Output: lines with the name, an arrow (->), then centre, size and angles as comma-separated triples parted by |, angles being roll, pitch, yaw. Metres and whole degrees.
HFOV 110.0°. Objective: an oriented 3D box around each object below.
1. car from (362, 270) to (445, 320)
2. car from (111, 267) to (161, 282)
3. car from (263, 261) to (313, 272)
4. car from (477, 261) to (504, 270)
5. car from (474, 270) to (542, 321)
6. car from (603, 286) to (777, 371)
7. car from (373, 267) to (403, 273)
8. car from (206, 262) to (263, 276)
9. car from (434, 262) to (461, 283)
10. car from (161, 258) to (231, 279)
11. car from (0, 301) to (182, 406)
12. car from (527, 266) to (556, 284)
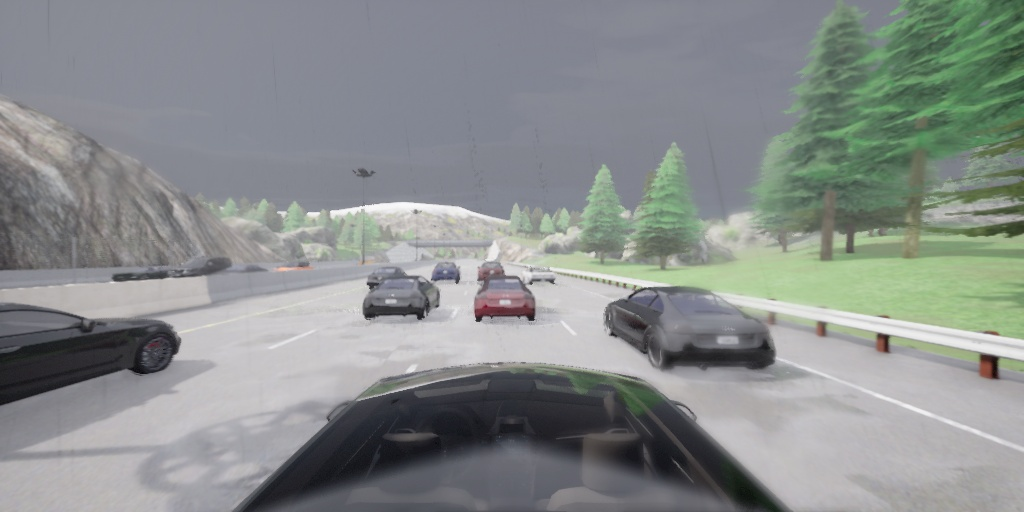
car -> -3.816, 1.371, 13.006 | 1.994, 1.385, 4.181 | 0, 0, -3
car -> -30.131, 1.550, 29.821 | 1.895, 1.301, 4.718 | 0, 0, -6
car -> -19.862, 1.283, 32.477 | 2.097, 1.767, 4.553 | 0, 0, -6
car -> -1.697, 1.217, 28.949 | 2.097, 1.767, 4.553 | 0, 0, -6
car -> -0.299, 1.359, 12.726 | 1.994, 1.385, 4.181 | 0, 0, -3
car -> 3.417, 1.329, 7.761 | 1.994, 1.385, 4.181 | 0, 0, -2
car -> -8.195, 1.411, 24.095 | 2.033, 1.411, 5.357 | 0, 0, -6
car -> -23.232, 1.482, 31.089 | 2.033, 1.411, 5.357 | 0, 0, -6
car -> -5.232, 1.228, 29.089 | 2.097, 1.767, 4.553 | 0, 0, -6
car -> -26.762, 1.163, 31.168 | 2.150, 2.045, 5.566 | 0, 0, -6
car -> -6.993, 1.307, 4.622 | 1.812, 1.442, 4.674 | 0, 0, -1
car -> 1.988, 1.450, 27.544 | 1.895, 1.301, 4.718 | 0, 0, -6
